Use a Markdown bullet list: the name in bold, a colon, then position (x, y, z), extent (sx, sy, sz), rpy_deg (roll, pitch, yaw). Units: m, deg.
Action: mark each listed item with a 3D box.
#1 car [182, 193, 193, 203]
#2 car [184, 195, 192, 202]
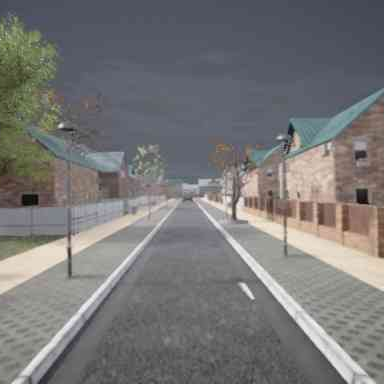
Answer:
- **car**: position (-0.938, 1.248, 73.089), extent (2.150, 2.045, 5.566), rpy_deg (-1, 0, -1)
- **car**: position (-1.068, 1.562, 83.444), extent (1.837, 1.490, 4.892), rpy_deg (-1, 0, -1)
